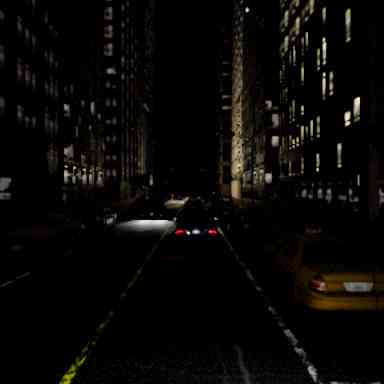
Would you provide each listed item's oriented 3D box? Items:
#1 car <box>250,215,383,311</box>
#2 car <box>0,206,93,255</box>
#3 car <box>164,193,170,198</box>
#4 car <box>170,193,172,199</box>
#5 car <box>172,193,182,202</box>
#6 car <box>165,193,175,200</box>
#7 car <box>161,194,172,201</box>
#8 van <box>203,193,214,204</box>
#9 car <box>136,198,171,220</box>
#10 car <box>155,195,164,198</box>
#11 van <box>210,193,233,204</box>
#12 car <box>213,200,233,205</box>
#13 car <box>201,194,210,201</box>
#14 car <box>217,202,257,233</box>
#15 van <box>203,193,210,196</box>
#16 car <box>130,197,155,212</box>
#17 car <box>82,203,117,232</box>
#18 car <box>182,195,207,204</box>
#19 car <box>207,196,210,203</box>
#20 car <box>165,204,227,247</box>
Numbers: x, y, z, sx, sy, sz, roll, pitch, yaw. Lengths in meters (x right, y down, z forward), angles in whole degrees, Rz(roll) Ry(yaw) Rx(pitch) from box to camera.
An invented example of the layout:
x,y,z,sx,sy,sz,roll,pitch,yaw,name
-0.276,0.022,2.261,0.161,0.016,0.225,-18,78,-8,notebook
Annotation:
x,y,z,sx,sy,sz,roll,pitch,yaw,name
2.716,1.499,7.721,1.752,1.417,4.829,0,0,0,car
-5.642,1.473,13.116,1.752,1.417,4.829,0,0,0,car
-5.453,1.278,58.873,1.887,1.381,4.507,0,0,0,car
-5.429,1.285,64.572,1.802,1.307,4.206,0,0,0,car
-2.727,1.187,68.225,1.837,1.490,4.892,0,0,0,car
-5.359,1.047,81.665,1.967,1.590,4.097,0,0,0,car
-5.406,1.223,70.269,2.008,1.369,4.403,0,0,0,car
2.927,1.079,58.836,1.690,1.788,3.998,0,0,0,van
-2.992,1.456,26.784,1.994,1.385,4.181,0,0,0,car
-5.500,1.372,47.476,1.802,1.307,4.206,0,0,0,car
2.810,1.220,30.345,1.690,1.788,3.998,0,0,0,van
2.787,1.486,24.648,1.802,1.307,4.206,0,0,0,car
2.998,1.211,75.933,1.947,1.339,4.313,0,0,0,car
2.763,1.480,18.950,2.008,1.369,4.403,0,0,0,car
2.904,1.108,53.137,1.690,1.788,3.998,0,0,0,van
-5.547,1.412,36.080,1.947,1.339,4.313,0,0,0,car
-5.618,1.364,18.986,1.967,1.590,4.097,0,0,0,car
0.233,1.340,33.299,1.882,1.535,5.008,0,0,0,car
2.834,1.396,36.044,1.887,1.381,4.507,0,0,0,car
0.157,1.493,14.609,2.033,1.411,5.357,0,0,0,car
